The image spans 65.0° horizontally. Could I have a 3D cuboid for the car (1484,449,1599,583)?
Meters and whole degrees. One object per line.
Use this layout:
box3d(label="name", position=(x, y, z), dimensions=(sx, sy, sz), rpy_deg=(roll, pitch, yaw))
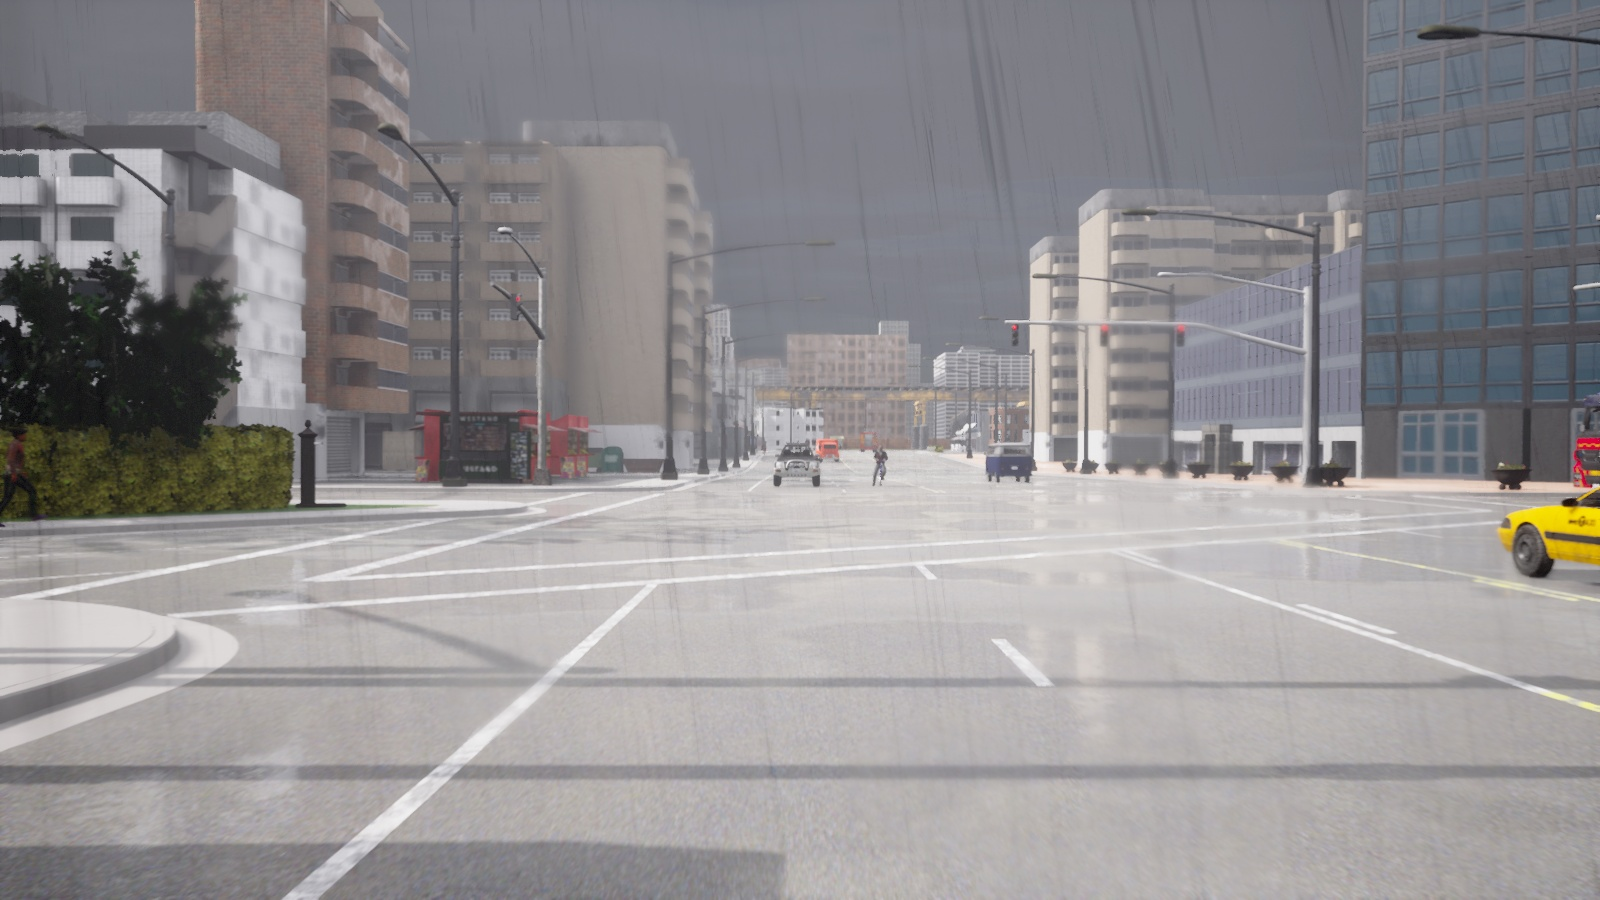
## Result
box3d(label="car", position=(10.389, 0.788, 14.747), dimensions=(1.801, 1.575, 5.366), rpy_deg=(0, 0, 0))

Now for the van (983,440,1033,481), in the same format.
box3d(label="van", position=(10.349, 0.532, 62.755), dimensions=(1.775, 1.987, 4.442), rpy_deg=(0, 0, 0))

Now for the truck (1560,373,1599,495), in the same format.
box3d(label="truck", position=(29.398, -0.516, 40.125), dimensions=(8.468, 3.827, 2.891), rpy_deg=(0, 0, 0))

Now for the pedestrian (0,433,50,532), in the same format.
box3d(label="pedestrian", position=(-14.412, 0.593, 23.240), dimensions=(0.869, 1.805, 0.328), rpy_deg=(-1, 1, -42))

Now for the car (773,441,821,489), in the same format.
box3d(label="car", position=(-0.127, 0.586, 53.346), dimensions=(1.932, 1.855, 4.605), rpy_deg=(0, 2, 0))
